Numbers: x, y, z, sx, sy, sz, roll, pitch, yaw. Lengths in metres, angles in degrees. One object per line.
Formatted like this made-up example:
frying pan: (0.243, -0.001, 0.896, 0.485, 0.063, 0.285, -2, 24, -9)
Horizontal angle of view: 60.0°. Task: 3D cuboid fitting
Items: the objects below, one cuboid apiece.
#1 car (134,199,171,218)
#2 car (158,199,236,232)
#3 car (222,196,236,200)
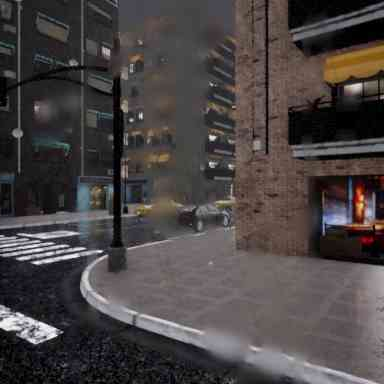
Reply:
car: (-2.663, 1.252, 27.439, 1.752, 1.417, 4.829, 1, 1, 36)
car: (0.497, 1.333, 18.382, 2.008, 1.369, 4.403, 1, 1, 36)
car: (4.003, 1.111, 36.615, 1.752, 1.417, 4.829, 1, 1, 36)
